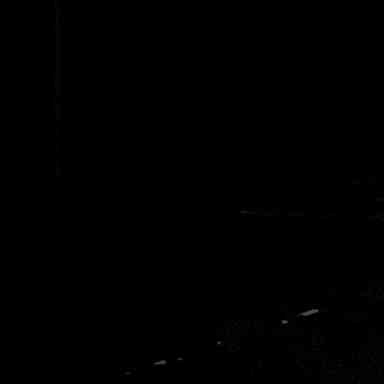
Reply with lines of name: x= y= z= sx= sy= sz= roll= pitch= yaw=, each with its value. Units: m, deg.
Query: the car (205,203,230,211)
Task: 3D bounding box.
car: x=4.314 y=2.428 z=54.842 sx=1.895 sy=1.301 sz=4.718 roll=-1 pitch=1 yaw=-35
